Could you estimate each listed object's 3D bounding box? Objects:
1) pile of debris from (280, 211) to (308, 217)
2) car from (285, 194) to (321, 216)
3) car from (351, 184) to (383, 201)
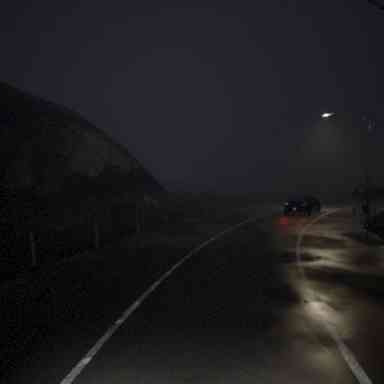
[{"bbox_3d":[7.322,1.571,23.797,1.500,0.140,1.860,3,4,32],"label":"pile of debris"},{"bbox_3d":[8.261,0.860,24.713,1.812,1.442,4.674,3,5,32],"label":"car"},{"bbox_3d":[19.491,-0.095,36.499,4.553,1.767,2.097,-3,5,-38],"label":"car"}]
